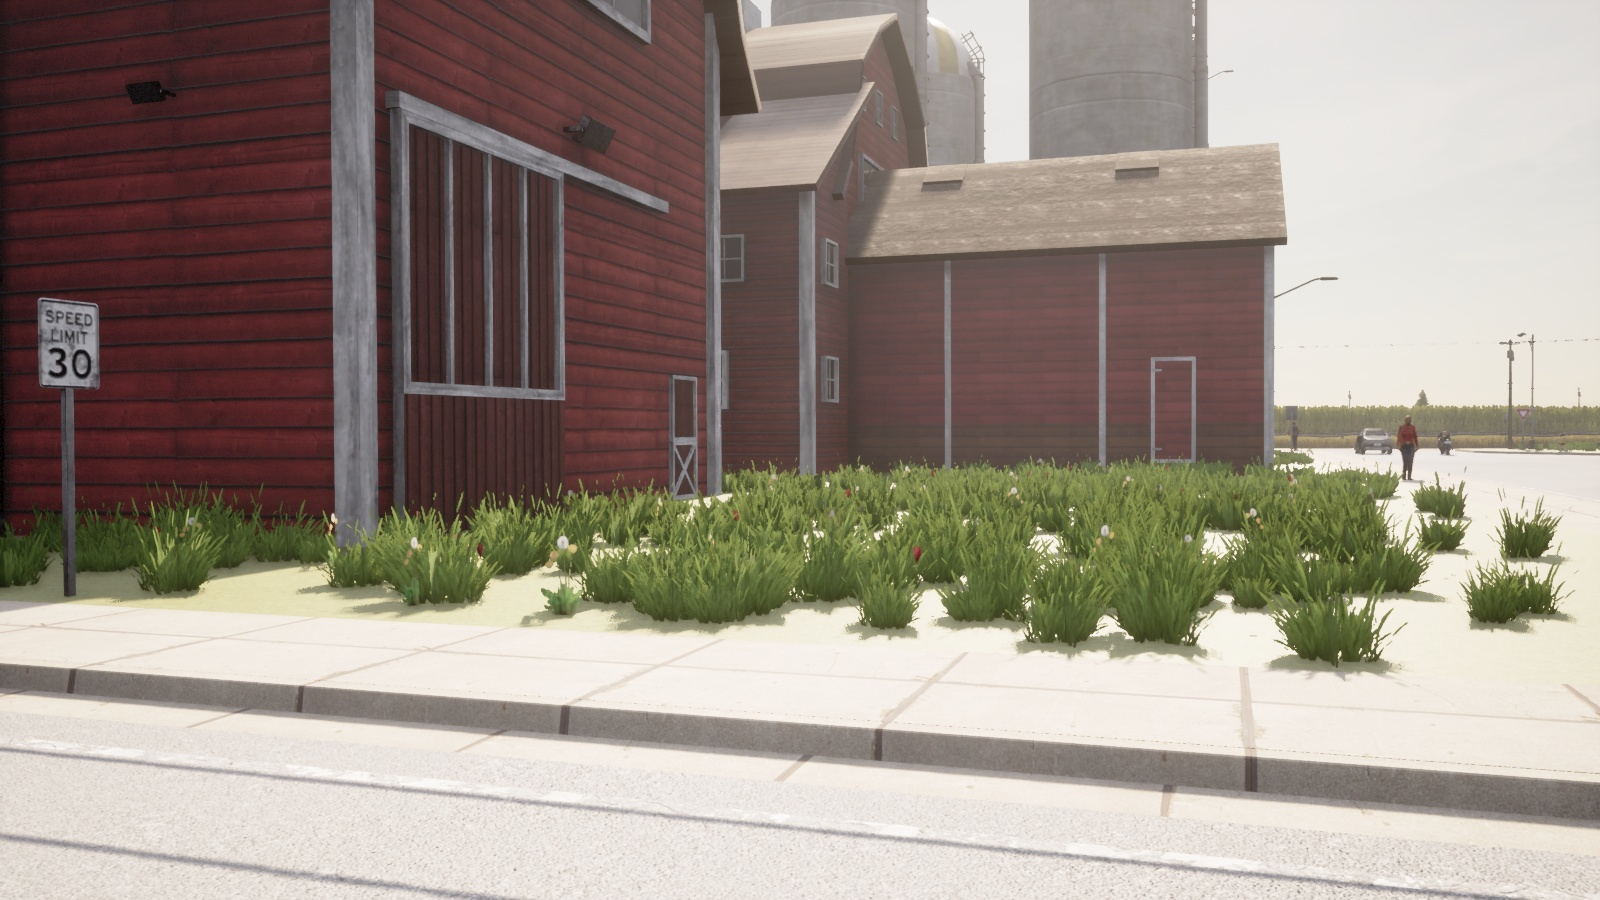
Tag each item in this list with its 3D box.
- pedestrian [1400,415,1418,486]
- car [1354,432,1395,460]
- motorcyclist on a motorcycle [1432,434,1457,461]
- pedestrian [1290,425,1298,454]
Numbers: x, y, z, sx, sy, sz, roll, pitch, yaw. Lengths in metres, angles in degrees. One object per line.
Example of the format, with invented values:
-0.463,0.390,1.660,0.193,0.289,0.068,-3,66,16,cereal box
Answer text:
16.210,0.007,33.432,0.331,1.846,0.636,1,1,18,pedestrian
33.882,-0.255,74.140,1.789,1.549,3.705,1,1,18,car
36.775,-0.148,71.679,0.866,1.530,2.191,1,1,18,motorcyclist on a motorcycle
30.827,-0.656,78.297,0.328,1.805,0.869,0,1,13,pedestrian
